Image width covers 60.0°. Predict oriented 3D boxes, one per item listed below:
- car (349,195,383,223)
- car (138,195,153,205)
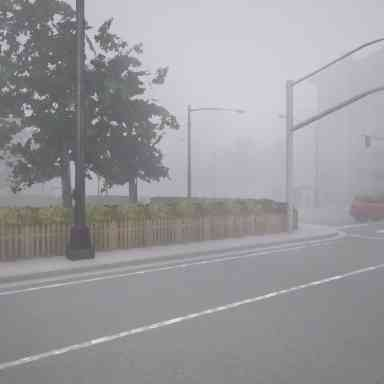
[{"bbox_3d":[13.900,1.218,23.320,2.150,2.045,5.566,0,0,-29],"label":"car"},{"bbox_3d":[-7.095,1.351,54.179,2.097,1.767,4.553,0,0,-35],"label":"car"}]
